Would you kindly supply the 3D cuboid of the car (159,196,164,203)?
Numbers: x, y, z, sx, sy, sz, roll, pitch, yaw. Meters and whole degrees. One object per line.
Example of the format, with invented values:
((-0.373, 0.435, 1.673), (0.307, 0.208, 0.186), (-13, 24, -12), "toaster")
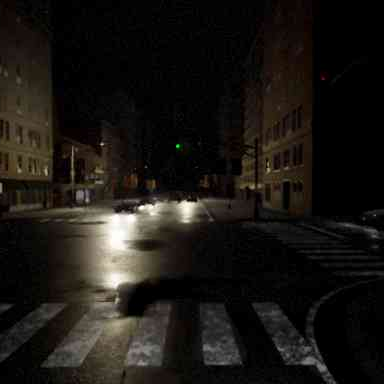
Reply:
((-6.540, 1.406, 65.518), (2.033, 1.411, 5.357), (0, 0, 0), "car")

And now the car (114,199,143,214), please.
((-6.611, 1.507, 34.091), (1.895, 1.301, 4.718), (0, 0, 0), "car")

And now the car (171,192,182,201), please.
((-3.289, 0.924, 72.854), (2.150, 2.045, 5.566), (0, 0, 0), "car")

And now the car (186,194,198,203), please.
((-0.034, 1.337, 62.406), (1.837, 1.490, 4.892), (0, 0, 0), "car")

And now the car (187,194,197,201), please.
((-0.039, 1.239, 72.826), (2.033, 1.411, 5.357), (0, 0, 0), "car")

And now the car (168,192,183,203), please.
((-3.284, 1.054, 62.433), (2.150, 2.045, 5.566), (0, 0, 0), "car")

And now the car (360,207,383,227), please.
((12.969, 1.339, 20.601), (4.674, 1.442, 1.812), (-1, 1, 0), "car")

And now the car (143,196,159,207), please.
((-6.594, 1.429, 49.682), (1.994, 1.385, 4.181), (0, 0, 0), "car")
